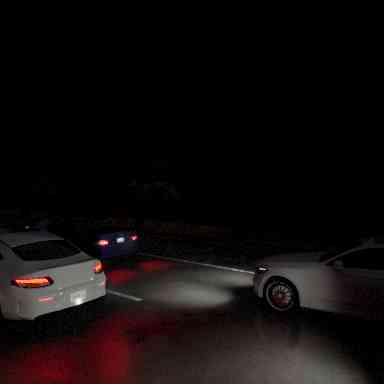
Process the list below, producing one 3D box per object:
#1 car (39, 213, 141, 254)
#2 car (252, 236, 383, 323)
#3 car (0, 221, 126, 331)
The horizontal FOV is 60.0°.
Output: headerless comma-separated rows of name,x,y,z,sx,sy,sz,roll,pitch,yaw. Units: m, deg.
car,-4.149,1.431,11.310,5.357,1.411,2.033,1,1,36
car,3.375,1.525,5.885,4.674,1.442,1.812,0,0,36
car,-3.677,1.455,6.651,4.674,1.442,1.812,1,1,36
